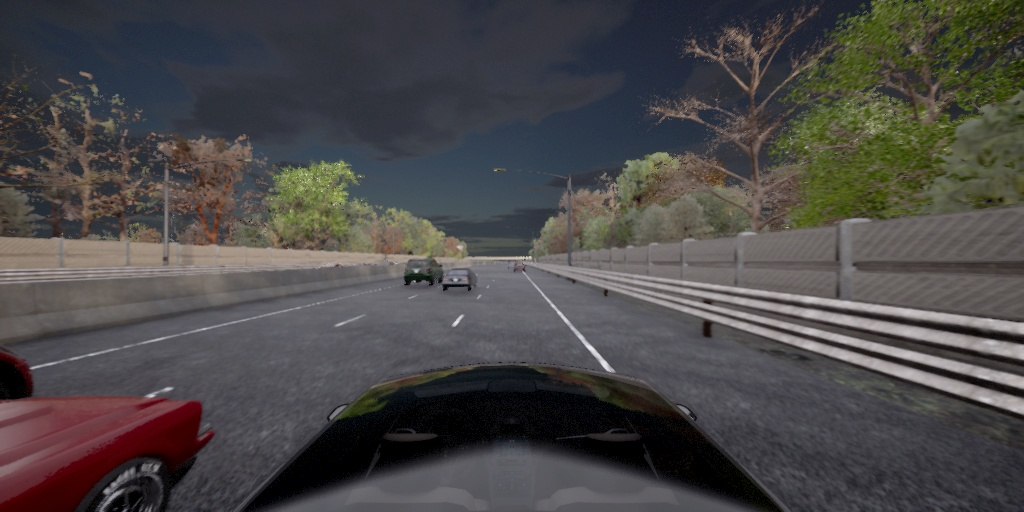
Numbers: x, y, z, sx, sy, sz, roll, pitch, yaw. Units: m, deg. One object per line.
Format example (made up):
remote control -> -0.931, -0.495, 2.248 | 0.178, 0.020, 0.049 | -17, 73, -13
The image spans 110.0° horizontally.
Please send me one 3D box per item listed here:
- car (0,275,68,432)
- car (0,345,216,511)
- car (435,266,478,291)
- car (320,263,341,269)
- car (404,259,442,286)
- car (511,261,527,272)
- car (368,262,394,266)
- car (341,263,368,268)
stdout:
car -> -6.902, 1.109, 2.438 | 2.097, 1.767, 4.553 | 0, -1, 0
car -> -3.402, 1.342, 0.805 | 1.895, 1.301, 4.718 | 0, -1, 0
car -> -3.394, 1.517, 24.029 | 2.033, 1.411, 5.357 | 0, -1, 0
car -> -24.542, 1.748, 49.098 | 1.812, 1.442, 4.674 | 0, -1, 0
car -> -6.895, 1.235, 28.507 | 2.150, 2.045, 5.566 | 0, -1, 0
car -> 1.238, 1.841, 57.290 | 1.812, 1.442, 4.674 | 0, -1, 0
car -> -17.550, 1.578, 49.422 | 2.097, 1.767, 4.553 | 0, -1, 0
car -> -21.042, 1.718, 49.546 | 2.128, 1.511, 4.902 | 0, -1, 1
